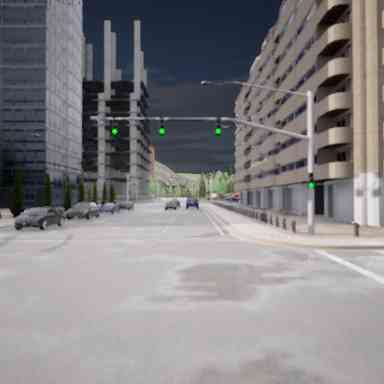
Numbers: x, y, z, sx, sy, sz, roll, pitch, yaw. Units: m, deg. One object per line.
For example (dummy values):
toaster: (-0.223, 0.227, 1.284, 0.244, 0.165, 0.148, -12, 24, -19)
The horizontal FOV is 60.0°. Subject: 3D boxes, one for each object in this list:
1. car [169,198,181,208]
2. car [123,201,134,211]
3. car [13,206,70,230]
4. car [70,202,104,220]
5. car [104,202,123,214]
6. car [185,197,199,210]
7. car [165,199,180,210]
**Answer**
car: (-3.433, 2.171, 67.072, 2.097, 1.767, 4.553, 0, -1, 0)
car: (-10.479, 2.208, 53.058, 2.033, 1.411, 5.357, 0, -1, 1)
car: (-10.587, 1.789, 23.419, 1.837, 1.490, 4.892, 0, -1, 1)
car: (-10.561, 1.753, 32.613, 2.097, 1.767, 4.553, 0, -1, 0)
car: (-10.544, 2.052, 42.445, 1.812, 1.442, 4.674, 0, -1, 0)
car: (0.055, 1.894, 56.419, 2.150, 2.045, 5.566, 0, -1, 0)
car: (-3.338, 2.196, 53.840, 2.033, 1.411, 5.357, 0, -1, 0)
